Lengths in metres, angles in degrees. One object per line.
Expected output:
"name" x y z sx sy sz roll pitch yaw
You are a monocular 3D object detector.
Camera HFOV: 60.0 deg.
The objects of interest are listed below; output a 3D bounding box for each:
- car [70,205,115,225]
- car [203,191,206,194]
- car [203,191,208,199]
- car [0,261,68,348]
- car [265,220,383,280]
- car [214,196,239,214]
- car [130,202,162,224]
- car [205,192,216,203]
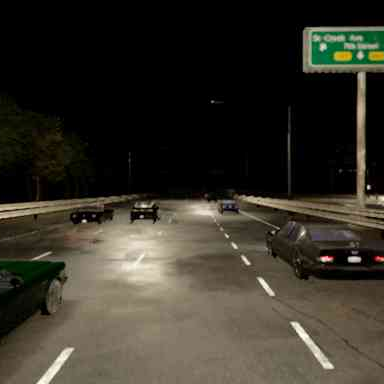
"car" -6.853 1.568 23.467 1.895 1.301 4.718 0 0 0
"car" 4.214 0.895 84.632 2.097 1.767 4.553 0 1 1
"car" 4.036 1.139 73.695 1.837 1.490 4.892 0 0 1
"car" -3.398 1.598 4.533 1.895 1.301 4.718 0 0 0
"car" 3.606 1.541 9.881 2.033 1.411 5.357 0 0 0
"car" 3.711 1.472 34.718 2.033 1.411 5.357 0 0 0
"car" -3.346 1.456 24.666 2.128 1.511 4.902 0 0 0
"car" 3.884 1.228 62.725 1.837 1.490 4.892 0 0 1
